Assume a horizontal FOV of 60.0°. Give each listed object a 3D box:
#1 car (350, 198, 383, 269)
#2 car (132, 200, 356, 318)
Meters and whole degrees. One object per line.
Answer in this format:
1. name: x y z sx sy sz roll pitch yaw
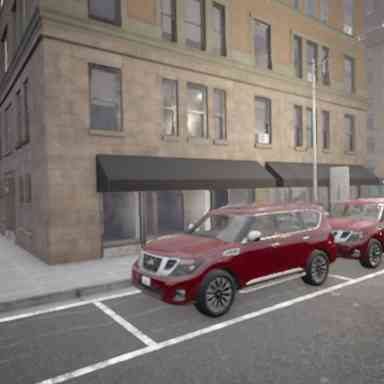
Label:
1. car: 5.670 1.143 10.678 5.009 1.841 2.192 -1 0 -36
2. car: 1.209 1.233 7.449 5.009 1.841 2.192 -1 0 -36
